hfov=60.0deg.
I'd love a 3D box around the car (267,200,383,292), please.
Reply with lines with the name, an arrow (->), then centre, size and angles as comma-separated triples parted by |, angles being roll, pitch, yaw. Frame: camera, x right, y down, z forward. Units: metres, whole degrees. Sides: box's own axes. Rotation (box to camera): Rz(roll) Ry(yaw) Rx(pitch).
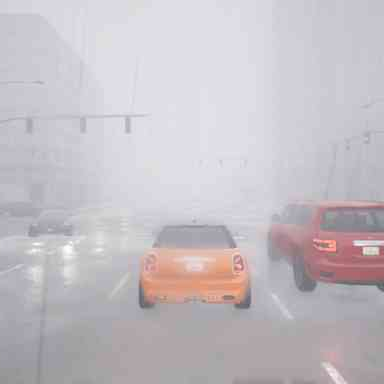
car -> 3.547, 1.221, 9.059 | 2.150, 2.045, 5.566 | 0, 0, 2

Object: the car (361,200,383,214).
car -> 20.508, 1.563, 35.209 | 4.181, 1.385, 1.994 | 0, 0, 1

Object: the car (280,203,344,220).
car -> 10.072, 1.600, 28.129 | 4.718, 1.301, 1.895 | 0, 0, 1

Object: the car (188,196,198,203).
car -> 0.215, 1.525, 67.158 | 1.812, 1.442, 4.674 | 0, 0, 0

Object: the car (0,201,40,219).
car -> -13.811, 1.506, 28.407 | 4.892, 1.490, 1.837 | 0, 0, 1

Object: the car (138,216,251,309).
car -> 0.069, 1.352, 8.037 | 2.097, 1.767, 4.553 | 0, 0, 1

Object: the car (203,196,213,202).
car -> 3.612, 1.523, 74.389 | 1.812, 1.442, 4.674 | 0, 0, 0

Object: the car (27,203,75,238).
car -> -7.342, 1.525, 17.899 | 1.812, 1.442, 4.674 | 1, 0, -17
